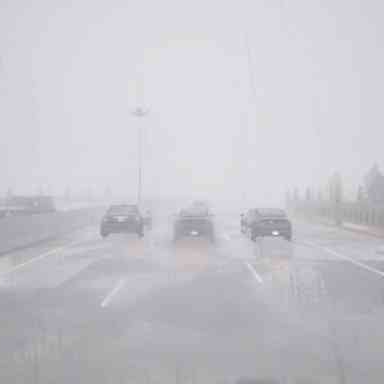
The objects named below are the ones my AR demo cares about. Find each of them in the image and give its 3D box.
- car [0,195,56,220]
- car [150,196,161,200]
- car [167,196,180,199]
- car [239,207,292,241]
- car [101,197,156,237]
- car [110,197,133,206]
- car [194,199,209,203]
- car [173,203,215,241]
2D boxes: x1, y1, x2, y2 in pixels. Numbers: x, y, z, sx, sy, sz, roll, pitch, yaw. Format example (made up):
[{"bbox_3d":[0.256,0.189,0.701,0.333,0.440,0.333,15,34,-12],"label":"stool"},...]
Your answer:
[{"bbox_3d":[-10.537,1.233,20.970,2.150,2.045,5.566,0,0,1],"label":"car"},{"bbox_3d":[-7.185,1.534,59.805,1.837,1.490,4.892,0,0,21],"label":"car"},{"bbox_3d":[-3.260,1.508,60.219,1.882,1.535,5.008,0,0,22],"label":"car"},{"bbox_3d":[3.598,1.514,16.746,1.837,1.490,4.892,0,0,0],"label":"car"},{"bbox_3d":[-3.399,1.362,18.070,2.097,1.767,4.553,0,0,0],"label":"car"},{"bbox_3d":[-11.944,1.555,56.776,1.812,1.442,4.674,0,0,18],"label":"car"},{"bbox_3d":[1.031,1.523,34.806,1.837,1.490,4.892,0,0,7],"label":"car"},{"bbox_3d":[0.098,1.514,16.679,1.837,1.490,4.892,0,0,0],"label":"car"}]
